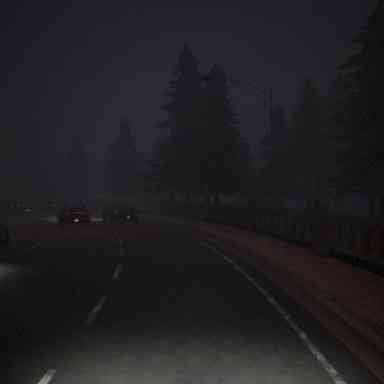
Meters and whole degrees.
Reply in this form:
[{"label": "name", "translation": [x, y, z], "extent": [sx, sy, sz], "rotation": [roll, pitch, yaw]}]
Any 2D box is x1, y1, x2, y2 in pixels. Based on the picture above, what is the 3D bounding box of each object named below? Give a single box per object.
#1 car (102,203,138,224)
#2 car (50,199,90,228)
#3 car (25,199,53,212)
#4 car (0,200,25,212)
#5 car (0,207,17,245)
[{"label": "car", "translation": [-5.351, 1.524, 24.596], "extent": [1.812, 1.442, 4.674], "rotation": [0, 0, -27]}, {"label": "car", "translation": [-8.033, 1.490, 22.252], "extent": [2.128, 1.511, 4.902], "rotation": [0, 0, -26]}, {"label": "car", "translation": [-16.617, 1.545, 38.321], "extent": [5.357, 1.411, 2.033], "rotation": [0, 0, 39]}, {"label": "car", "translation": [-20.578, 1.545, 36.978], "extent": [5.357, 1.411, 2.033], "rotation": [0, 0, 35]}, {"label": "car", "translation": [-8.415, 1.525, 12.734], "extent": [1.812, 1.442, 4.674], "rotation": [0, 0, -14]}]
